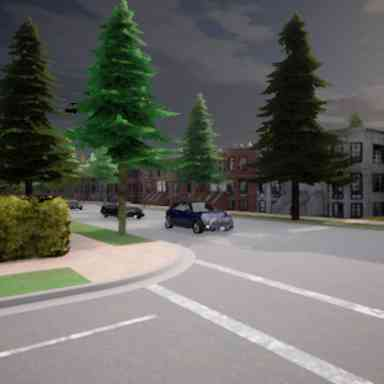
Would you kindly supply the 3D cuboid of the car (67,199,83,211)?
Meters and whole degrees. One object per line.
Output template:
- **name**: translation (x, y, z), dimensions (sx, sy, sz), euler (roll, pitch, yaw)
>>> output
- **car**: translation (-14.348, 1.497, 39.138), dimensions (1.994, 1.385, 4.181), euler (0, 0, -36)

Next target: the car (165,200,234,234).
- **car**: translation (0.311, 1.285, 18.847), dimensions (2.097, 1.767, 4.553), euler (0, 0, -34)

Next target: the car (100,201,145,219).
- **car**: translation (-5.839, 1.481, 27.341), dimensions (2.033, 1.411, 5.357), euler (0, 0, -36)
